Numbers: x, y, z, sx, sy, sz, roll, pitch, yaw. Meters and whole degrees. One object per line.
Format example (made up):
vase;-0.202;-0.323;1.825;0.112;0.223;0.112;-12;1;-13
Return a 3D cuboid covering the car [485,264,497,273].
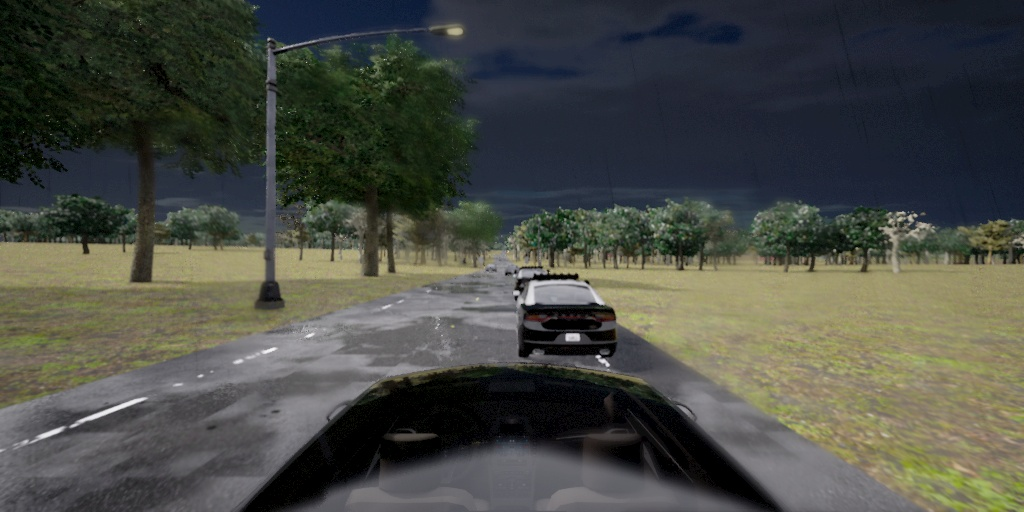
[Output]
car;-3.499;2.069;60.214;1.812;1.442;4.674;0;-1;0

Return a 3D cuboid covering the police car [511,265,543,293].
police car;1.069;1.341;18.817;1.930;1.638;5.238;0;-1;0

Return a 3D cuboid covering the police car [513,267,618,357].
police car;1.058;1.233;8.813;1.930;1.638;5.238;0;-1;0

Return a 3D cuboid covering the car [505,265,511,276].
car;0.074;1.896;47.256;1.994;1.385;4.181;0;-1;0
